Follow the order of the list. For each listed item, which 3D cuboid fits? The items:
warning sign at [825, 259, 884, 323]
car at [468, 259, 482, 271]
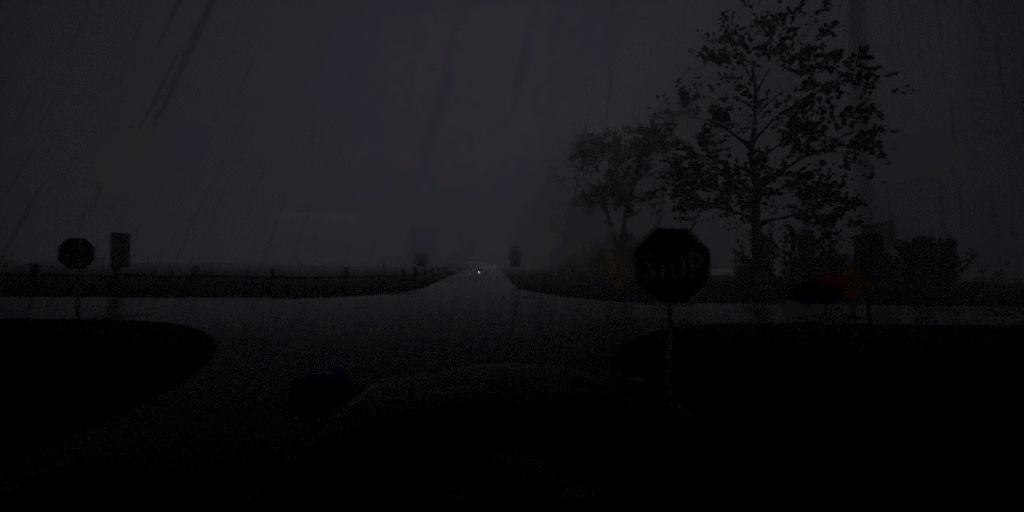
[{"bbox_3d":[10.830,1.120,11.367,1.060,1.860,1.300,0,0,-4],"label":"warning sign"},{"bbox_3d":[-6.595,1.574,64.536,2.150,2.045,5.566,0,-1,-3],"label":"car"}]
